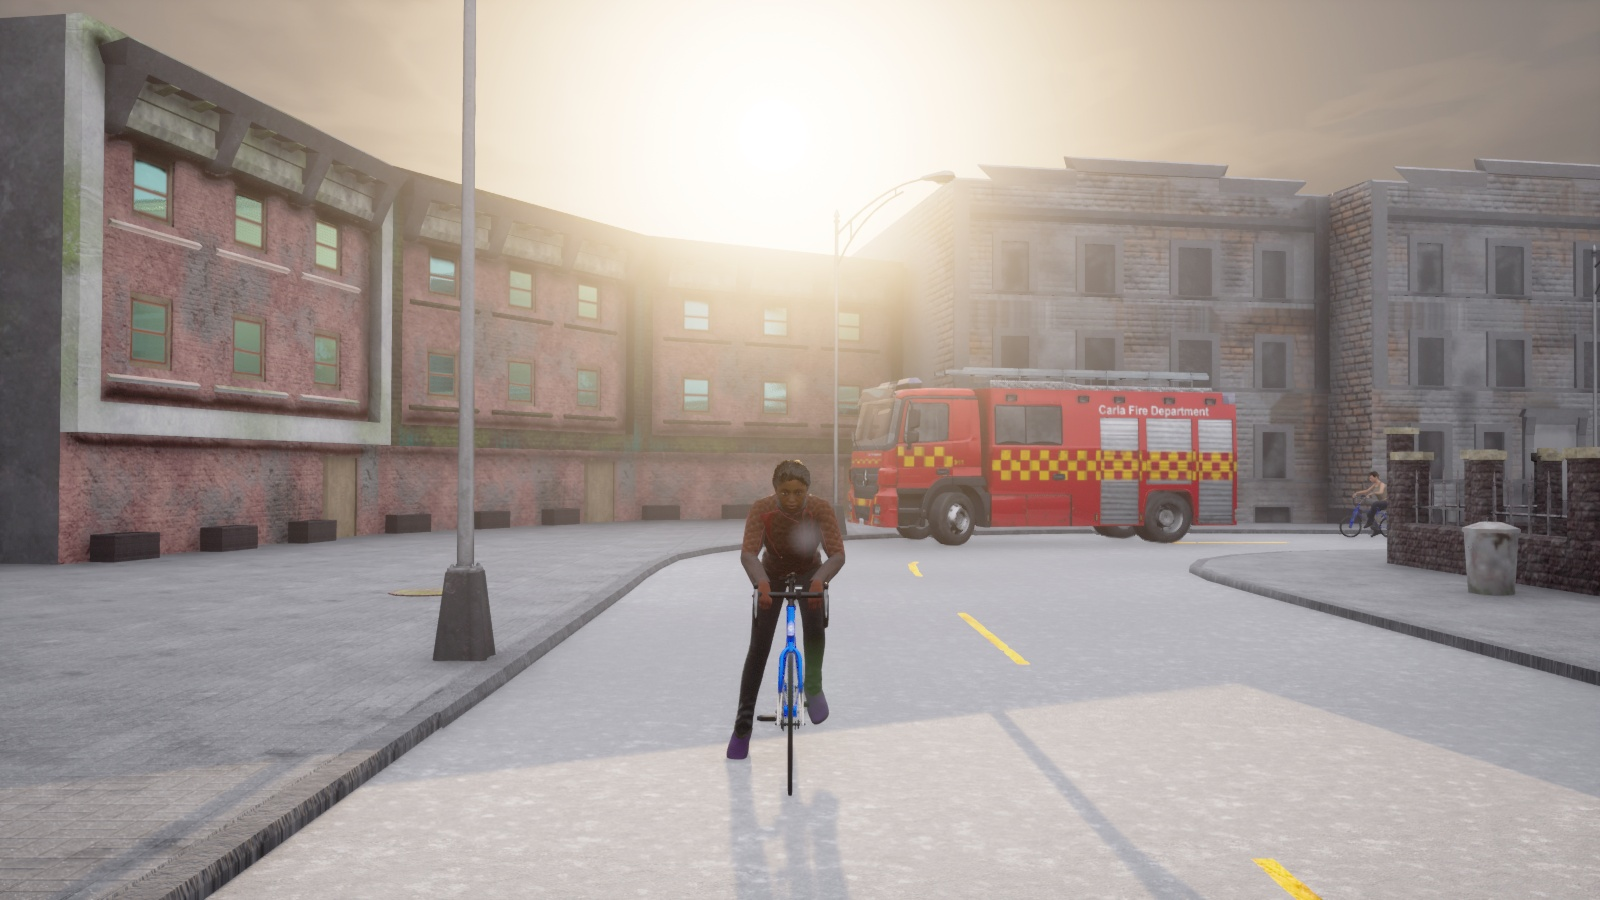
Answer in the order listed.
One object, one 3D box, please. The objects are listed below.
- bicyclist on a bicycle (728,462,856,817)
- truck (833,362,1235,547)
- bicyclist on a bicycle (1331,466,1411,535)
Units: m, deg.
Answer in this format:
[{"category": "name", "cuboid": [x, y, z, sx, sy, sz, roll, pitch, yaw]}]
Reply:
[{"category": "bicyclist on a bicycle", "cuboid": [-0.040, 0.878, 6.590, 0.582, 1.620, 1.656, 0, -1, 0]}, {"category": "truck", "cuboid": [5.217, 0.100, 28.388, 8.468, 3.827, 2.891, 0, -1, -14]}, {"category": "bicyclist on a bicycle", "cuboid": [13.710, 1.201, 30.165, 1.509, 1.612, 0.866, 0, -1, 0]}]
